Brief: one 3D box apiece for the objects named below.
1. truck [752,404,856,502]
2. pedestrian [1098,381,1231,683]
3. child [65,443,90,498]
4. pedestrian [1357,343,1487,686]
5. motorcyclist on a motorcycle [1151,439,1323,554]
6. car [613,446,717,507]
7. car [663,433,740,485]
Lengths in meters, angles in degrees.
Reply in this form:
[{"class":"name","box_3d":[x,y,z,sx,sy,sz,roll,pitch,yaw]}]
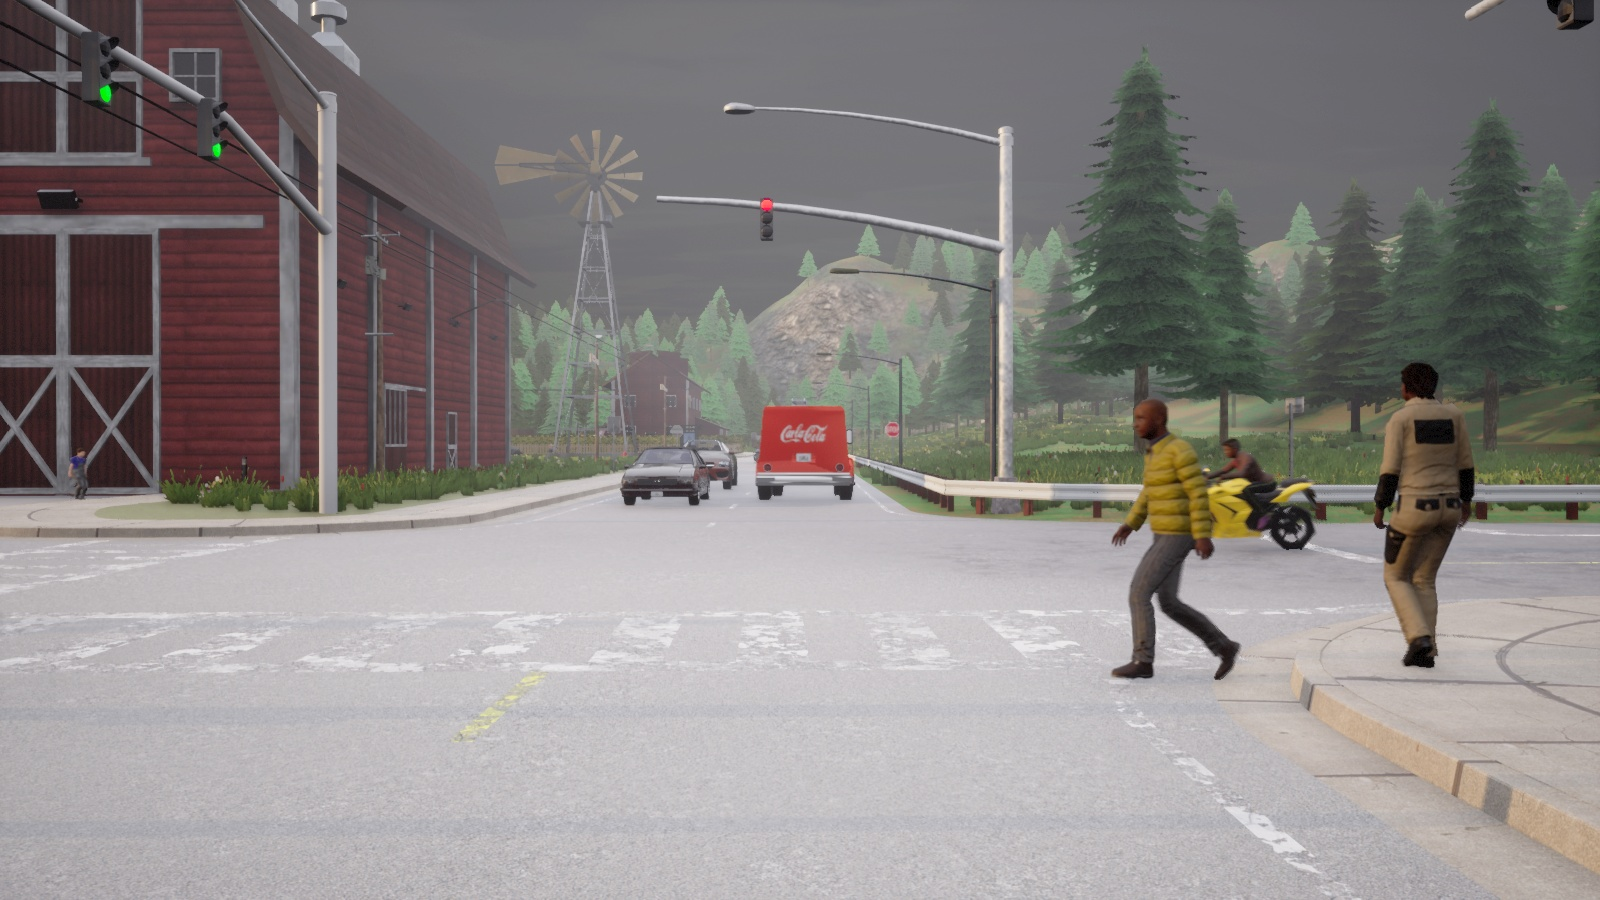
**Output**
[{"class":"truck","box_3d":[0.188,0.066,34.341,2.627,2.467,5.204,0,0,2]},{"class":"pedestrian","box_3d":[2.265,0.499,7.832,0.726,1.835,0.370,0,0,2]},{"class":"child","box_3d":[-16.723,0.465,29.056,0.437,1.263,0.270,0,0,17]},{"class":"pedestrian","box_3d":[3.664,0.361,7.432,0.396,1.930,0.692,0,0,-3]},{"class":"motorcyclist on a motorcycle","box_3d":[5.880,0.612,16.974,2.044,1.523,0.797,0,0,-1]},{"class":"car","box_3d":[-3.308,0.611,31.870,2.033,1.411,5.357,0,0,0]},{"class":"car","box_3d":[-3.251,0.283,42.350,2.152,1.651,5.027,0,0,0]}]
